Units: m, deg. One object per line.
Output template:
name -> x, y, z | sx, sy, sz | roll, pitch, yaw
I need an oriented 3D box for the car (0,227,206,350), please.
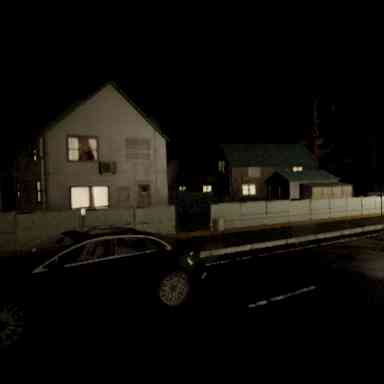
car -> -2.005, 1.464, 6.237 | 4.902, 1.511, 2.128 | -1, 1, -35
